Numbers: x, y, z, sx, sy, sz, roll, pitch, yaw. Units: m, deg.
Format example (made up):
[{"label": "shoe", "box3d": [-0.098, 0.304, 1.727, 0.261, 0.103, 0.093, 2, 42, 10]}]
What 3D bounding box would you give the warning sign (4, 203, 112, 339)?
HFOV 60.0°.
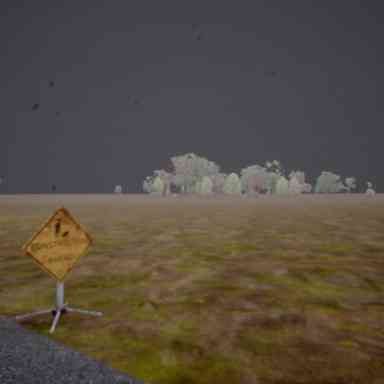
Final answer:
[{"label": "warning sign", "box3d": [-2.191, 1.144, 5.519, 1.060, 1.860, 1.300, 0, 0, 36]}]
